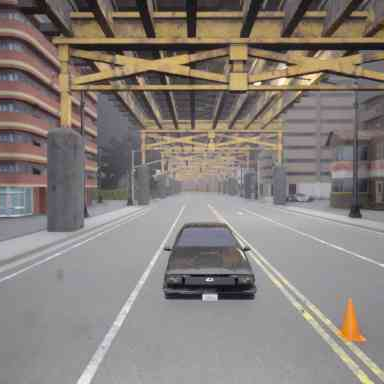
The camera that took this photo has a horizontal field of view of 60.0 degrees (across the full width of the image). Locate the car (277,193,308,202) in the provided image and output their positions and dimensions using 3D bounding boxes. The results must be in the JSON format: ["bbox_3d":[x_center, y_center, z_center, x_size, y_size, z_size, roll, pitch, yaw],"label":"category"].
[{"bbox_3d":[17.825,0.957,59.025,4.974,1.542,2.038,0,1,25],"label":"car"}]

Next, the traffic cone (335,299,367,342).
[{"bbox_3d":[2.455,1.949,5.150,0.340,0.580,0.340,0,0,0],"label":"traffic cone"}]

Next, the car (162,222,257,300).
[{"bbox_3d":[0.363,1.533,8.758,2.033,1.411,5.357,0,0,1],"label":"car"}]

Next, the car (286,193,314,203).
[{"bbox_3d":[17.476,1.005,54.868,4.974,1.542,2.038,0,1,-20],"label":"car"}]

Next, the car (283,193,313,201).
[{"bbox_3d":[17.525,0.847,54.884,4.536,1.218,1.853,0,1,-20],"label":"car"}]

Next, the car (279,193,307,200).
[{"bbox_3d":[17.873,0.800,59.001,4.536,1.218,1.853,0,1,25],"label":"car"}]
